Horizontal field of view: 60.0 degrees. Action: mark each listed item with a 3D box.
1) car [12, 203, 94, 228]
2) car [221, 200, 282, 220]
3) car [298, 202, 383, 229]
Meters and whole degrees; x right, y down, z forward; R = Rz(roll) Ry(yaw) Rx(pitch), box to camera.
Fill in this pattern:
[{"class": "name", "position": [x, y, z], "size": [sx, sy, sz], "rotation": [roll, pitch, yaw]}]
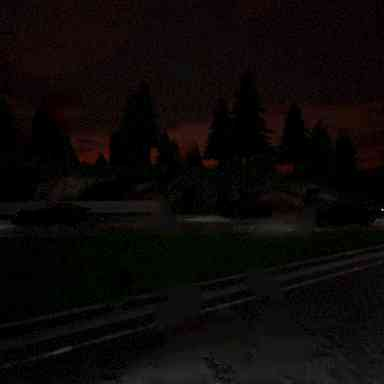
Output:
[{"class": "car", "position": [-8.967, 1.473, 21.665], "size": [4.902, 1.511, 2.128], "rotation": [0, 0, -8]}, {"class": "car", "position": [4.865, 1.400, 27.169], "size": [5.008, 1.535, 1.882], "rotation": [0, 0, -12]}, {"class": "car", "position": [9.114, 1.399, 21.009], "size": [5.008, 1.535, 1.882], "rotation": [0, 0, -16]}]
